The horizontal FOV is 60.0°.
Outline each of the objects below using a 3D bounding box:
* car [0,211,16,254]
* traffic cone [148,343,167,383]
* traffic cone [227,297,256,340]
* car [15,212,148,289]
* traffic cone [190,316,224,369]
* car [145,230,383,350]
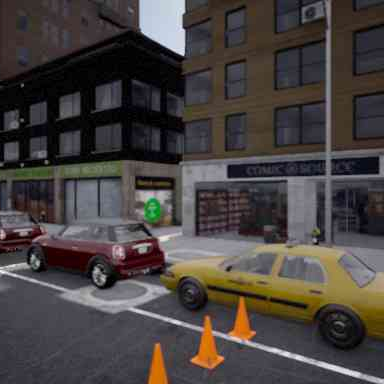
[{"bbox_3d":[-7.273,1.428,12.403,4.097,1.590,1.967,0,0,36],"label":"car"},{"bbox_3d":[-0.376,1.953,3.626,0.340,0.580,0.340,0,0,36],"label":"traffic cone"},{"bbox_3d":[0.786,1.954,5.253,0.340,0.580,0.340,0,0,36],"label":"traffic cone"},{"bbox_3d":[-2.778,1.434,9.193,4.097,1.590,1.967,0,0,36],"label":"car"},{"bbox_3d":[0.205,1.954,4.440,0.340,0.580,0.340,0,0,36],"label":"traffic cone"},{"bbox_3d":[1.578,1.524,6.081,4.829,1.417,1.752,0,0,36],"label":"car"}]
